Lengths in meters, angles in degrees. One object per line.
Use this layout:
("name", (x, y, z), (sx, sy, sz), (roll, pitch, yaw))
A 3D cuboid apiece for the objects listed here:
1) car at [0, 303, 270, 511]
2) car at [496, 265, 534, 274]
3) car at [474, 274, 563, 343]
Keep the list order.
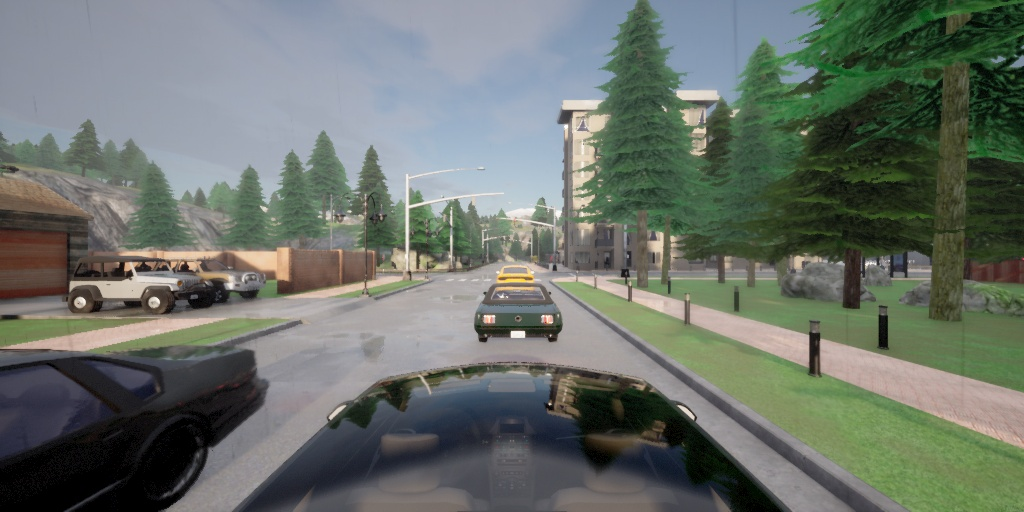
("car", (-3.609, 1.298, 1.572), (2.033, 1.411, 5.357), (0, 0, 0))
("car", (0.174, 1.228, 19.040), (1.882, 1.535, 5.008), (0, 0, 0))
("car", (0.145, 1.351, 9.700), (1.895, 1.301, 4.718), (0, 0, 0))
